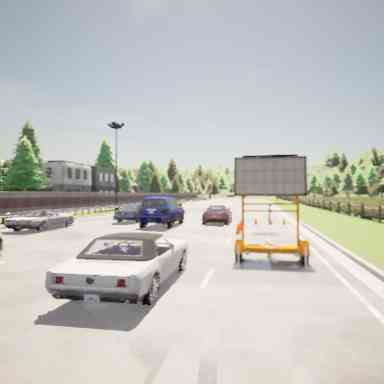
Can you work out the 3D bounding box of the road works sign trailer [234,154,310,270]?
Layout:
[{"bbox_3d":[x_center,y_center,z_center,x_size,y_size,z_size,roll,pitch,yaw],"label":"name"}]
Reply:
[{"bbox_3d":[2.673,0.530,11.435,2.380,3.560,2.880,0,0,11],"label":"road works sign trailer"}]

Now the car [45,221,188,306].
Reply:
[{"bbox_3d":[-1.401,1.660,8.246,1.895,1.301,4.718,0,0,11],"label":"car"}]

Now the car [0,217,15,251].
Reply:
[{"bbox_3d":[-8.131,1.601,10.308,1.837,1.490,4.892,0,0,11],"label":"car"}]

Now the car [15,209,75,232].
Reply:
[{"bbox_3d":[-9.555,1.774,21.405,1.895,1.301,4.718,0,0,11],"label":"car"}]

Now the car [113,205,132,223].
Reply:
[{"bbox_3d":[-4.763,1.745,27.760,2.033,1.411,5.357,0,0,11],"label":"car"}]

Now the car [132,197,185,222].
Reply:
[{"bbox_3d":[-2.031,1.382,23.455,2.150,2.045,5.566,0,0,11],"label":"car"}]

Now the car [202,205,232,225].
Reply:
[{"bbox_3d":[2.008,1.726,25.905,1.994,1.385,4.181,0,0,11],"label":"car"}]
